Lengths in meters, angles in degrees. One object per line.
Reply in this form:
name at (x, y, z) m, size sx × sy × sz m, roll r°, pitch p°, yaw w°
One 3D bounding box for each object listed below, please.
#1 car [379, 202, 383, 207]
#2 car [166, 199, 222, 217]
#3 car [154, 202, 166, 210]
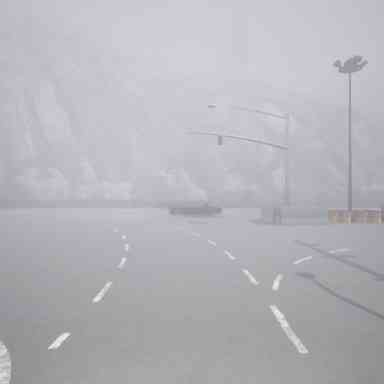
car at (26.401, 1.465, 41.643) m, size 5.357 × 1.411 × 2.033 m, roll 0°, pitch 0°, yaw -3°
car at (0.246, 1.537, 29.761) m, size 4.718 × 1.301 × 1.895 m, roll 0°, pitch 0°, yaw -3°
car at (-2.284, 1.513, 40.145) m, size 4.718 × 1.301 × 1.895 m, roll 0°, pitch 0°, yaw -3°
